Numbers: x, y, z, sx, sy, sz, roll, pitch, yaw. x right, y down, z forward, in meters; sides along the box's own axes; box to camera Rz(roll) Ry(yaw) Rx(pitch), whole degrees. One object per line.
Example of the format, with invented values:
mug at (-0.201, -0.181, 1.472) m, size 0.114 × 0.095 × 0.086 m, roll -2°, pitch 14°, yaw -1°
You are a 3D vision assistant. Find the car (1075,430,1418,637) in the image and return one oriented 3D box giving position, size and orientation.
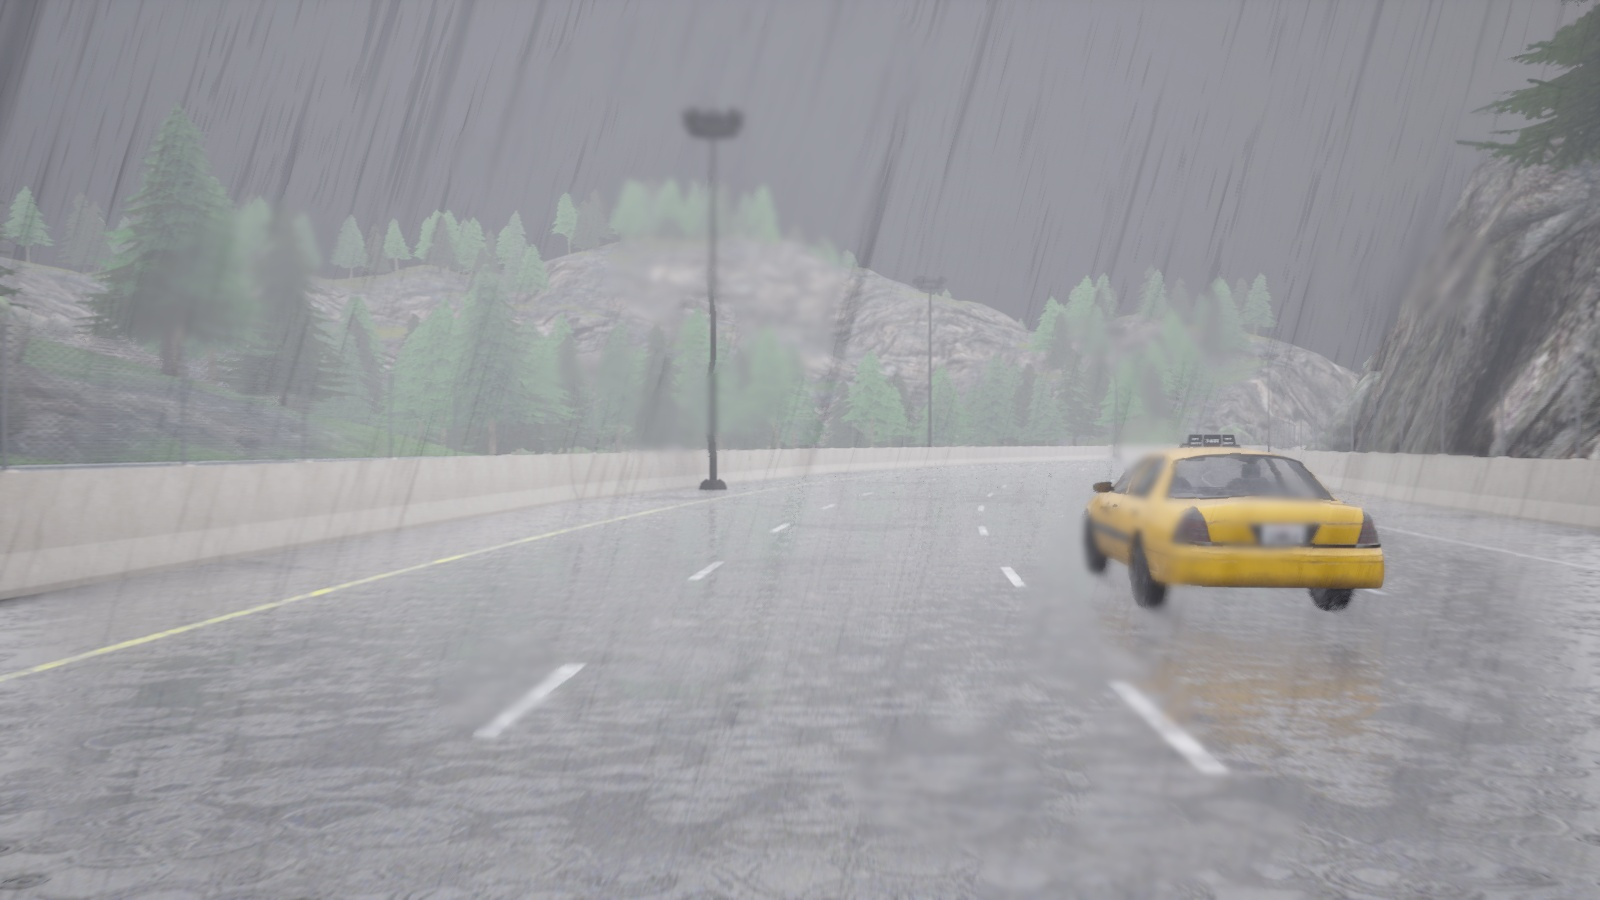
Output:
car at (4.008, 0.623, 12.335) m, size 1.801 × 1.575 × 5.366 m, roll 0°, pitch 0°, yaw 4°
